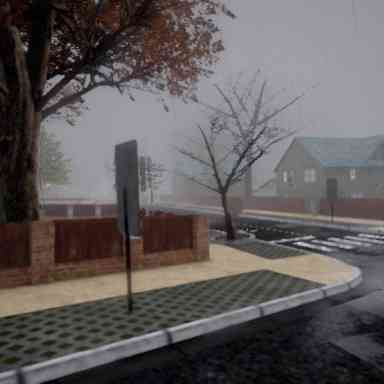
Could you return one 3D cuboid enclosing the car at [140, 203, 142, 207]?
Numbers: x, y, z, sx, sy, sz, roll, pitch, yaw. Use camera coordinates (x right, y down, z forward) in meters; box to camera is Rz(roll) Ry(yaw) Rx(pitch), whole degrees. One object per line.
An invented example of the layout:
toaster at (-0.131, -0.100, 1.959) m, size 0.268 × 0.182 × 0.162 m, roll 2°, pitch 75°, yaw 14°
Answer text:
car at (-9.628, 2.040, 54.397) m, size 1.895 × 1.301 × 4.718 m, roll -3°, pitch 1°, yaw -22°
